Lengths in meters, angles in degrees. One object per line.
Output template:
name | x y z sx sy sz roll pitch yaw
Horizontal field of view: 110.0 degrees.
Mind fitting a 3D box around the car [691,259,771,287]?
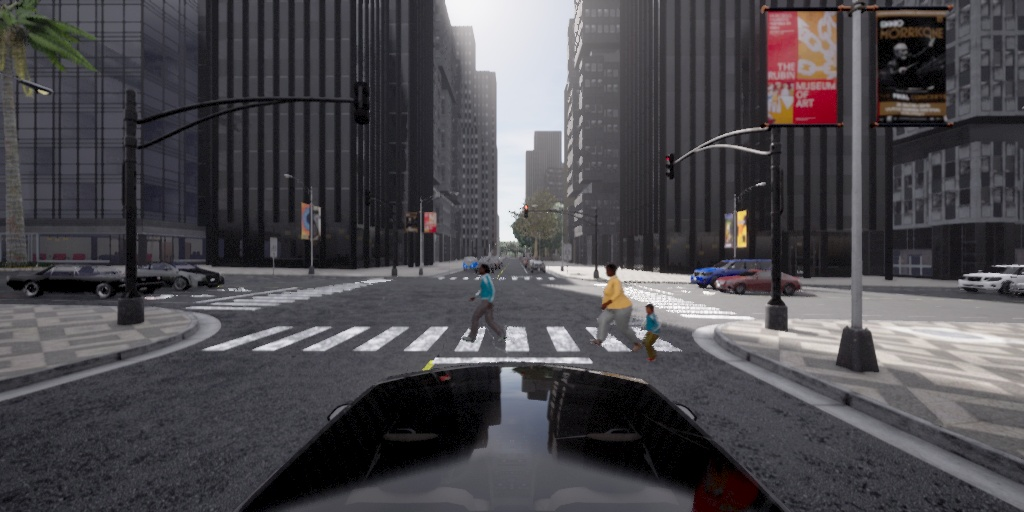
car | 15.525 1.254 24.954 5.566 2.045 2.150 0 0 0

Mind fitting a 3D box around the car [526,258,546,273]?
car | 2.993 1.251 41.785 2.007 1.370 4.403 0 0 1

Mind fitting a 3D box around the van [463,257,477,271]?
van | -5.476 1.036 47.381 1.690 1.789 3.998 0 0 1

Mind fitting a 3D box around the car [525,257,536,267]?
car | 3.050 1.220 47.467 1.751 1.417 4.829 0 0 1

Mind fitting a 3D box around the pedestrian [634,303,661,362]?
pedestrian | 2.681 1.417 6.755 0.500 1.100 0.500 0 0 0

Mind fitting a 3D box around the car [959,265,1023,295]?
car | 34.749 1.624 24.873 5.566 2.045 2.150 1 0 0

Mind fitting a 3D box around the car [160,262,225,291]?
car | -17.345 1.006 18.397 4.181 1.385 1.994 1 0 0

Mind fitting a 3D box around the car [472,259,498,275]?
car | -2.890 1.305 39.000 1.895 1.301 4.718 0 0 1

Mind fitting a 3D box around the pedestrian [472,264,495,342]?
pedestrian | -0.629 1.035 8.079 0.375 1.860 0.375 0 0 0

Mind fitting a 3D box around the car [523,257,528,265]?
car | 3.104 1.240 52.810 2.007 1.370 4.403 0 0 1

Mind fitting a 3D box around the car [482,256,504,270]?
car | -2.746 1.042 52.320 2.097 1.767 4.553 0 0 1

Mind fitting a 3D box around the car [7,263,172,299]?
car | -17.759 1.034 15.148 4.718 1.301 1.895 1 0 0

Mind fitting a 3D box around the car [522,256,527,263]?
car | 3.160 0.998 58.323 2.192 1.841 5.009 0 0 1

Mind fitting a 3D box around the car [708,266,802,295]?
car | 14.846 1.551 21.713 4.674 1.442 1.812 1 0 0

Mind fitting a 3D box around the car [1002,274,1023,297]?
car | 33.391 1.976 21.630 4.718 1.301 1.895 1 0 0

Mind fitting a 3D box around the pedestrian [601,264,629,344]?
pedestrian | 2.146 1.036 7.472 0.375 1.860 0.375 0 0 0
